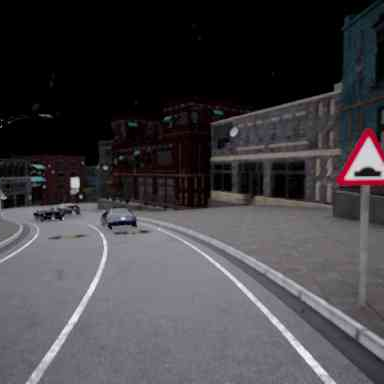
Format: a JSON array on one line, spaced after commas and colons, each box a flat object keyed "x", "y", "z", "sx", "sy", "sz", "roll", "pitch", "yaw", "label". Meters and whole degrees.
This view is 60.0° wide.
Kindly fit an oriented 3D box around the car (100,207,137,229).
[{"x": -5.252, "y": 1.725, "z": 23.415, "sx": 1.994, "sy": 1.385, "sz": 4.181, "roll": -2, "pitch": 0, "yaw": -23, "label": "car"}]

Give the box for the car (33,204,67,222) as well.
[{"x": -14.021, "y": 2.181, "z": 32.349, "sx": 1.895, "sy": 1.301, "sz": 4.718, "roll": -3, "pitch": 0, "yaw": -35, "label": "car"}]

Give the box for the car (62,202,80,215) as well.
[{"x": -14.570, "y": 2.001, "z": 38.864, "sx": 1.837, "sy": 1.490, "sz": 4.892, "roll": -3, "pitch": 1, "yaw": -36, "label": "car"}]
